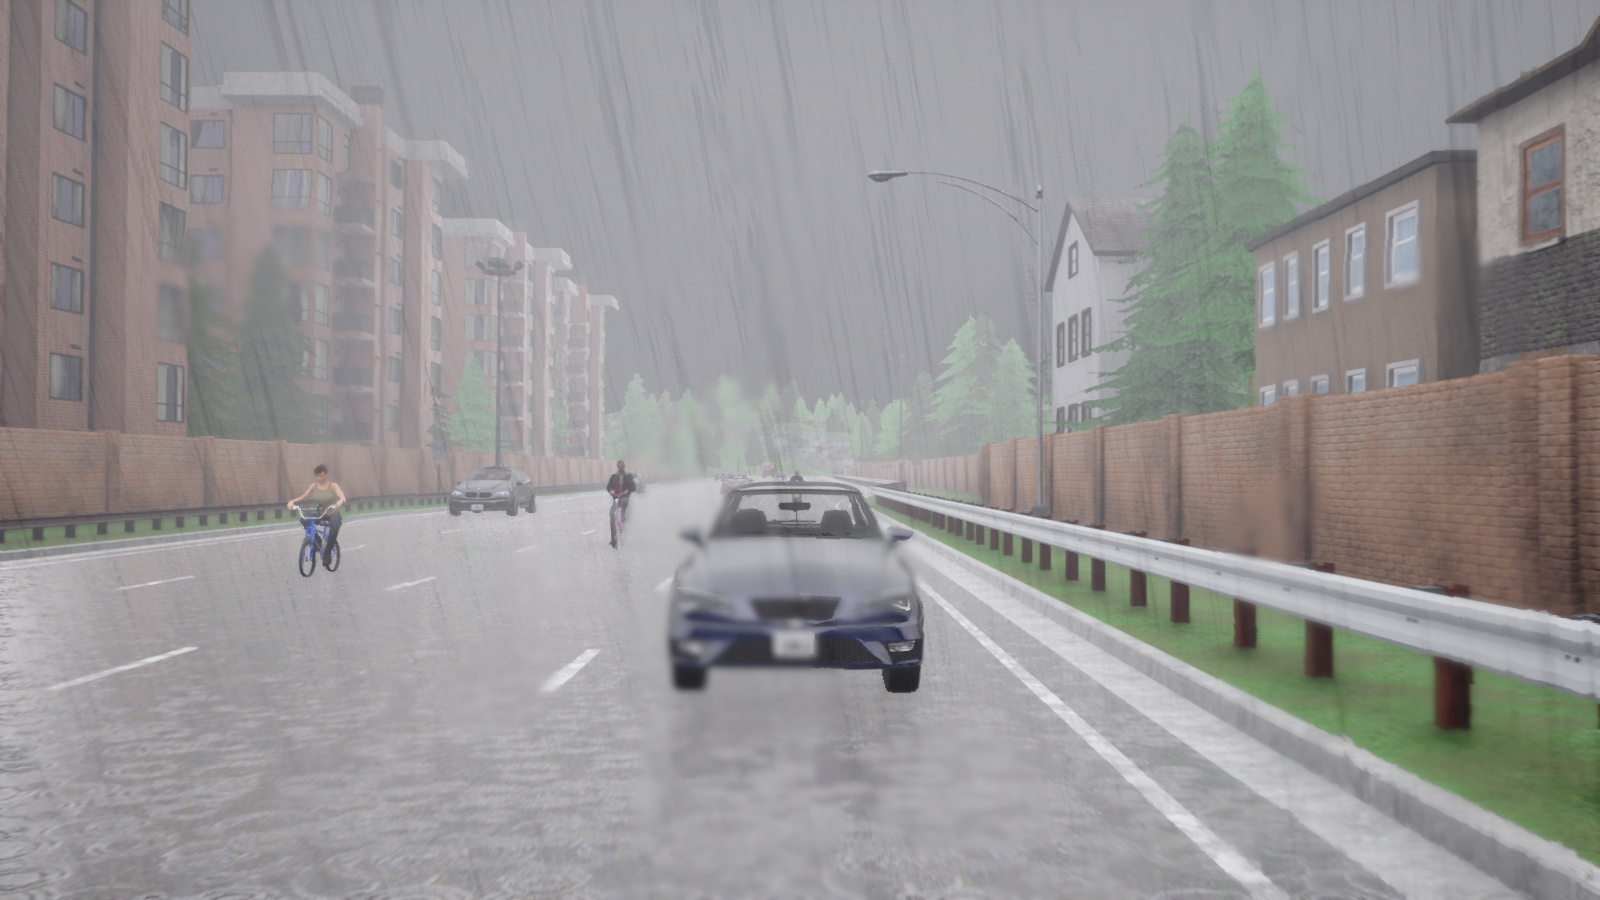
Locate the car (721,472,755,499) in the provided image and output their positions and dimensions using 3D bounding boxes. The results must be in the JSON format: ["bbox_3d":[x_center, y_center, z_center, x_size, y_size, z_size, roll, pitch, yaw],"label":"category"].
[{"bbox_3d":[-3.681,2.093,74.686,1.845,1.501,3.633,0,-1,0],"label":"car"}]

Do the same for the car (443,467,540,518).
[{"bbox_3d":[-10.606,1.430,43.513,2.242,1.667,4.611,0,-1,0],"label":"car"}]

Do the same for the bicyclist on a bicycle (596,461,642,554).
[{"bbox_3d":[-3.562,1.115,24.820,0.659,1.776,1.843,0,-1,0],"label":"bicyclist on a bicycle"}]

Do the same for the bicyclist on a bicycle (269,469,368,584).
[{"bbox_3d":[-7.041,1.088,18.450,0.866,1.612,1.509,0,-1,0],"label":"bicyclist on a bicycle"}]

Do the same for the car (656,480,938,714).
[{"bbox_3d":[-0.025,1.000,10.221,1.816,1.474,4.193,0,-1,0],"label":"car"}]

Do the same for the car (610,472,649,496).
[{"bbox_3d":[-10.691,2.146,79.074,1.970,1.475,3.806,0,-1,0],"label":"car"}]
